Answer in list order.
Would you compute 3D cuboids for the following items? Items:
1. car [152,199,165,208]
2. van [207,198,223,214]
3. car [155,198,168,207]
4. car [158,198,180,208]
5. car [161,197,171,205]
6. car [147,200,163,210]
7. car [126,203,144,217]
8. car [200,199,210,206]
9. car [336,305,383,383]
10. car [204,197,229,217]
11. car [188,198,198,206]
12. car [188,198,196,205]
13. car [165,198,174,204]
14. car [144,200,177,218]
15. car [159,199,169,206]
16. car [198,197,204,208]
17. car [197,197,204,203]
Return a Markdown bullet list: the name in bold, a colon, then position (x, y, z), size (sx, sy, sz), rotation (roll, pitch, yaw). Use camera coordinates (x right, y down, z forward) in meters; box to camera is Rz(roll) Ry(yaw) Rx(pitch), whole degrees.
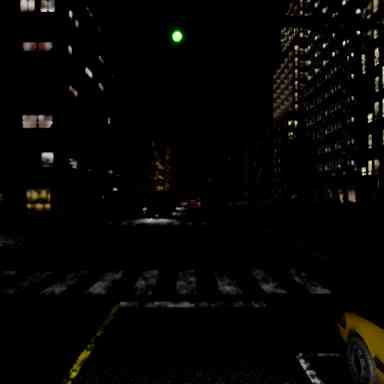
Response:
- **car**: position (-5.685, 1.986, 56.741), size (1.887, 1.381, 4.507), rotation (0, 0, 0)
- **van**: position (2.691, 1.642, 40.162), size (1.690, 1.788, 3.998), rotation (0, 0, 0)
- **car**: position (-5.685, 1.929, 62.269), size (1.967, 1.590, 4.097), rotation (0, 0, 0)
- **car**: position (-3.088, 1.879, 43.818), size (2.033, 1.411, 5.357), rotation (0, 0, 0)
- **car**: position (-5.684, 2.026, 73.322), size (1.967, 1.590, 4.097), rotation (0, 0, 0)
- **car**: position (-5.686, 1.944, 51.215), size (2.008, 1.369, 4.403), rotation (0, 0, 0)
- **car**: position (-5.688, 1.809, 34.636), size (2.008, 1.369, 4.403), rotation (0, 0, 0)
- **car**: position (2.696, 2.081, 67.793), size (1.887, 1.381, 4.507), rotation (0, -1, 0)
- **car**: position (2.687, 1.543, 2.393), size (1.752, 1.417, 4.829), rotation (0, 0, 0)
- **car**: position (2.691, 1.572, 34.637), size (2.192, 1.841, 5.009), rotation (0, 0, 0)
- **car**: position (0.099, 2.107, 64.317), size (1.895, 1.301, 4.718), rotation (0, 0, 0)
- **car**: position (0.011, 2.072, 74.318), size (1.882, 1.535, 5.008), rotation (0, -1, 0)
- **car**: position (-5.681, 2.208, 84.204), size (1.752, 1.417, 4.829), rotation (0, -1, 0)
- **car**: position (-3.069, 1.796, 33.444), size (2.033, 1.411, 5.357), rotation (0, 0, 4)
- **car**: position (-5.684, 2.119, 67.795), size (1.802, 1.307, 4.206), rotation (0, 0, 0)
- **car**: position (2.694, 1.755, 56.742), size (2.192, 1.841, 5.009), rotation (0, 0, 0)
- **car**: position (2.370, 2.268, 92.896), size (1.837, 1.490, 4.892), rotation (0, -1, 0)
